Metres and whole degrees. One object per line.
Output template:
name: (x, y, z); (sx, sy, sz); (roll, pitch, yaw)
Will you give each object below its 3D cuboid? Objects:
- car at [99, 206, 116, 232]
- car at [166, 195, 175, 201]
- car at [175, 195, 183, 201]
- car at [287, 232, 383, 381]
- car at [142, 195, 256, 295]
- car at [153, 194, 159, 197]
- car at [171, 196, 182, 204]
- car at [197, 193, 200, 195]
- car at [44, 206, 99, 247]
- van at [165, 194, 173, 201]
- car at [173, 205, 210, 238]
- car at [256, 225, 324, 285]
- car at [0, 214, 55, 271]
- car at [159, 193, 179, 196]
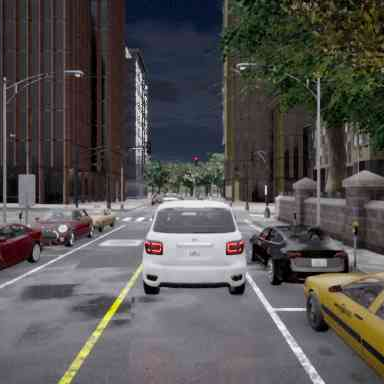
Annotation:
car: (-5.787, 1.526, 20.006); (1.752, 1.417, 4.829); (0, 0, 0)
car: (-5.864, 1.584, 90.210); (2.008, 1.369, 4.403); (0, 0, 0)
car: (-3.090, 1.422, 80.690); (1.882, 1.535, 5.008); (0, 0, 0)
car: (2.756, 1.525, 3.987); (1.752, 1.417, 4.829); (0, 0, 0)
car: (0.056, 1.221, 8.863); (2.150, 2.045, 5.566); (0, 0, 0)
car: (-5.828, 1.328, 57.584); (2.192, 1.841, 5.009); (0, 0, 0)
car: (-3.103, 1.582, 66.592); (1.994, 1.385, 4.181); (0, 0, 1)
car: (2.673, 1.570, 79.344); (1.887, 1.381, 4.507); (0, 0, 0)
car: (-5.781, 1.440, 14.720); (1.967, 1.590, 4.097); (0, 0, 0)
van: (-5.858, 1.370, 84.772); (1.690, 1.788, 3.998); (0, 0, 0)
car: (0.003, 1.527, 18.508); (1.812, 1.442, 4.674); (0, 0, 0)
car: (2.750, 1.566, 9.274); (1.947, 1.339, 4.313); (0, 0, 0)
car: (-5.775, 1.545, 9.262); (1.887, 1.381, 4.507); (0, 0, 0)
car: (-3.146, 1.230, 48.716); (2.150, 2.045, 5.566); (0, 0, 0)
